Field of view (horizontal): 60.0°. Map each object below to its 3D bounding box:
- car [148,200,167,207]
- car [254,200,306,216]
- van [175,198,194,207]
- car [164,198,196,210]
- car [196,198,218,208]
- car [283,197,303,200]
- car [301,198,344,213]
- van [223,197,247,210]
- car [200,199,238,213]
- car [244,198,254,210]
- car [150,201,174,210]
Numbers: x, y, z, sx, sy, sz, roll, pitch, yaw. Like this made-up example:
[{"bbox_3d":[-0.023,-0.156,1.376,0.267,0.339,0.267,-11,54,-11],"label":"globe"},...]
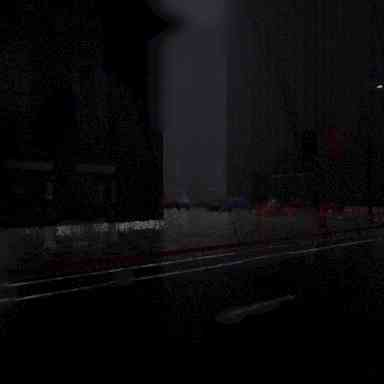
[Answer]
[{"bbox_3d":[-7.053,2.314,68.365,1.812,1.442,4.674,0,-1,-35],"label":"car"},{"bbox_3d":[9.238,1.840,35.445,1.752,1.417,4.829,-1,0,-35],"label":"car"},{"bbox_3d":[-1.546,2.035,65.420,1.690,1.788,3.998,-1,0,-35],"label":"van"},{"bbox_3d":[-2.179,1.898,51.519,2.192,1.841,5.009,-1,0,-35],"label":"car"},{"bbox_3d":[1.630,2.076,56.134,2.128,1.511,4.902,0,-1,-35],"label":"car"},{"bbox_3d":[13.154,1.666,44.663,2.192,1.841,5.009,-1,0,-35],"label":"car"},{"bbox_3d":[16.099,1.826,40.511,1.887,1.381,4.507,-1,0,-35],"label":"car"},{"bbox_3d":[7.274,1.830,52.965,1.690,1.788,3.998,-1,0,-35],"label":"van"},{"bbox_3d":[3.483,2.001,43.551,2.008,1.369,4.403,-1,0,-35],"label":"car"},{"bbox_3d":[10.220,2.002,48.814,1.802,1.307,4.206,-1,0,-35],"label":"car"},{"bbox_3d":[-5.002,2.193,55.503,1.887,1.381,4.507,-1,0,-35],"label":"car"}]
